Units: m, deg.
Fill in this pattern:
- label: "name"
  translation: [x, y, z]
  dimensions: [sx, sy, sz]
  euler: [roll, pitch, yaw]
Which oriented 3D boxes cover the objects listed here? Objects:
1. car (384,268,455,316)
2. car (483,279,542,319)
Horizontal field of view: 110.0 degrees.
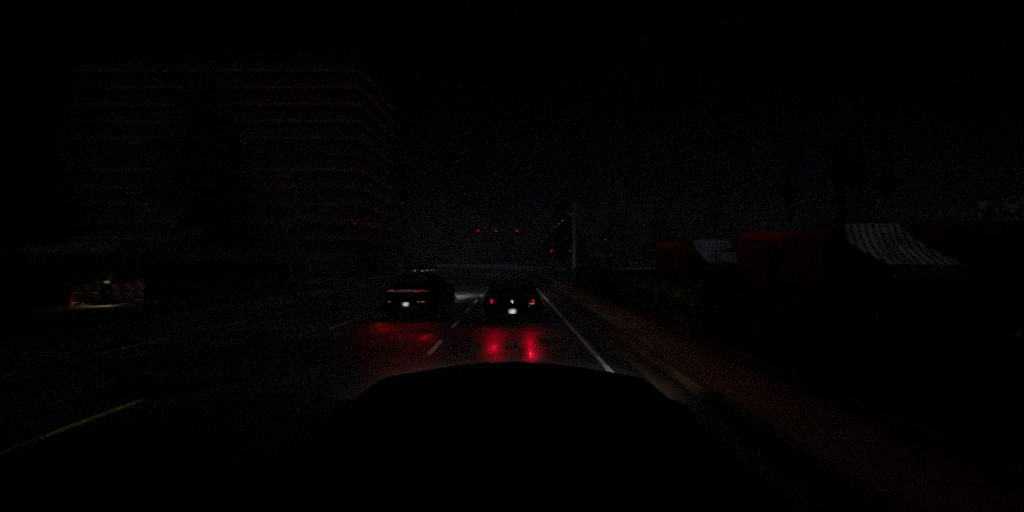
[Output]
- label: "car"
  translation: [-3.458, 1.395, 14.159]
  dimensions: [2.128, 1.511, 4.902]
  euler: [0, -1, 1]
- label: "car"
  translation: [0.035, 1.496, 13.547]
  dimensions: [1.895, 1.301, 4.718]
  euler: [0, -1, 1]
